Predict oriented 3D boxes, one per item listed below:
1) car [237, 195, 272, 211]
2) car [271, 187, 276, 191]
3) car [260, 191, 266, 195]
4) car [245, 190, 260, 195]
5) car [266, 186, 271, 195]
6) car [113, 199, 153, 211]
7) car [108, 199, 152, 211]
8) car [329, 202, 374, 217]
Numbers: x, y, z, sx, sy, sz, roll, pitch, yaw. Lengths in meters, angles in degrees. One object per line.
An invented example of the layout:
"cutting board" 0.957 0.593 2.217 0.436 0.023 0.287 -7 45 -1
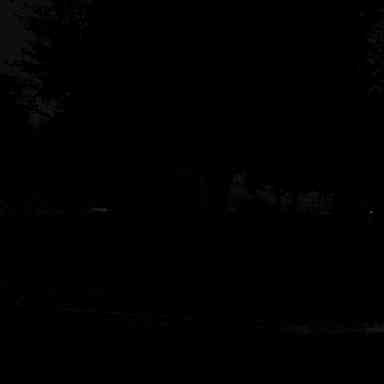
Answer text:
"car" 8.273 1.618 44.270 4.553 1.767 2.097 0 0 20
"car" 20.401 -0.560 90.357 2.435 2.045 5.566 0 3 25
"car" 15.559 0.274 80.140 1.946 1.575 5.366 0 3 25
"car" 13.190 0.562 75.159 1.946 1.575 5.366 0 3 26
"car" 17.920 -0.012 85.127 1.946 1.575 5.366 0 3 25
"car" -7.695 1.631 43.256 4.892 1.490 1.837 1 0 -22
"car" -7.509 1.710 39.686 4.718 1.301 1.895 1 0 -27
"car" 16.853 1.820 35.245 1.812 1.442 4.674 1 0 -26
